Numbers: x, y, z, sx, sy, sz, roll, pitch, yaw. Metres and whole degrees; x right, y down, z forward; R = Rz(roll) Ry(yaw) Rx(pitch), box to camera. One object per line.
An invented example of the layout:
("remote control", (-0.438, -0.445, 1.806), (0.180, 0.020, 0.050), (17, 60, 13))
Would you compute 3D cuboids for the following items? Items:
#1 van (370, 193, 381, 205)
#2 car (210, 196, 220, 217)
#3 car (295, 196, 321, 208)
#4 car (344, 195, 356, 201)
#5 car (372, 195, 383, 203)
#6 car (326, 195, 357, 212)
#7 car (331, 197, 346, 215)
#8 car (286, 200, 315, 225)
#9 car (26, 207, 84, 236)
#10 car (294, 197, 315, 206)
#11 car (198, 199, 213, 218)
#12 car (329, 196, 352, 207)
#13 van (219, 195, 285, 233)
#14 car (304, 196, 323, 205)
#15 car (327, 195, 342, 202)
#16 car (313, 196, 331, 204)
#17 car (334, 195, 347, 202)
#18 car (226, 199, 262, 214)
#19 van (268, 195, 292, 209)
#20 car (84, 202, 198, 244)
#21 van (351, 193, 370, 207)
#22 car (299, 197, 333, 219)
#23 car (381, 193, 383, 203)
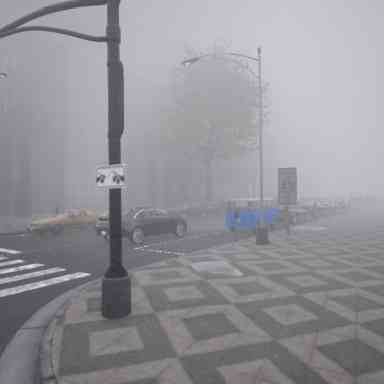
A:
("van", (28.724, 1.103, 53.511), (1.690, 1.788, 3.998), (-1, -1, 36))
("car", (2.618, 1.307, 31.848), (2.192, 1.841, 5.009), (-1, 0, 36))
("car", (15.996, 1.387, 45.696), (2.128, 1.511, 4.902), (-1, -1, 36))
("car", (39.574, 1.401, 83.153), (2.008, 1.369, 4.403), (-1, -1, 36))
("car", (35.055, 1.304, 62.294), (1.947, 1.339, 4.313), (-1, -1, 36))
("car", (16.073, 1.363, 35.938), (2.008, 1.369, 4.403), (-1, 0, 36))
("car", (12.909, 1.408, 31.546), (1.802, 1.307, 4.206), (-1, 0, 36))
("car", (6.582, 1.422, 22.761), (1.947, 1.339, 4.313), (-1, 0, 36))
("car", (-6.757, 1.564, 18.835), (1.752, 1.417, 4.829), (-1, 0, 36))
("car", (18.076, 1.492, 53.305), (1.947, 1.339, 4.313), (-1, 0, 36))
("car", (-0.470, 1.552, 27.555), (1.887, 1.381, 4.507), (-1, 0, 36))
("car", (21.839, 1.376, 48.674), (2.033, 1.411, 5.357), (-1, -1, 36))
("van", (3.416, 1.213, 18.370), (1.690, 1.788, 3.998), (-1, 0, 36))
("car", (21.068, 1.440, 57.460), (1.752, 1.417, 4.829), (-1, -1, 36))
("car", (30.028, 1.433, 69.900), (2.008, 1.369, 4.403), (-1, -1, 36))
("car", (24.259, 1.453, 61.889), (2.008, 1.369, 4.403), (-1, -1, 36))
("car", (33.210, 1.416, 74.317), (1.887, 1.381, 4.507), (-1, -1, 36))
("car", (5.713, 1.529, 36.139), (2.008, 1.369, 4.403), (-1, 0, 36))
("van", (11.891, 1.292, 44.723), (1.690, 1.788, 3.998), (-1, 0, 36))
("car", (-2.142, 1.429, 15.379), (2.128, 1.511, 4.902), (-1, -1, 36))
("van", (22.397, 1.127, 44.725), (1.690, 1.788, 3.998), (-1, 0, 36))
("car", (9.745, 1.385, 27.153), (1.887, 1.381, 4.507), (-1, 0, 36))
("car", (31.990, 1.275, 58.039), (1.752, 1.417, 4.829), (-1, -1, 36))
